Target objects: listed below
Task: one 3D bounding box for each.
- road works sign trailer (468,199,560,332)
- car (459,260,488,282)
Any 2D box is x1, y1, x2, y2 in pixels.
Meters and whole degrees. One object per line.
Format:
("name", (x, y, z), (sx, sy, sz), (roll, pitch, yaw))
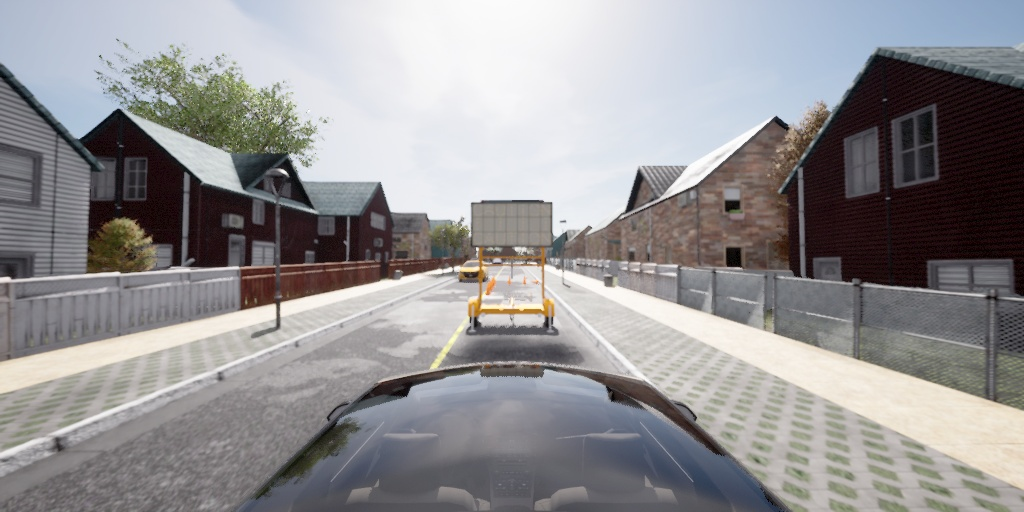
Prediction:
("road works sign trailer", (-0.003, 0.151, 10.586), (2.380, 3.560, 2.880), (0, 0, 1))
("car", (-2.847, 1.081, 27.261), (1.882, 1.535, 5.008), (0, 0, 0))
